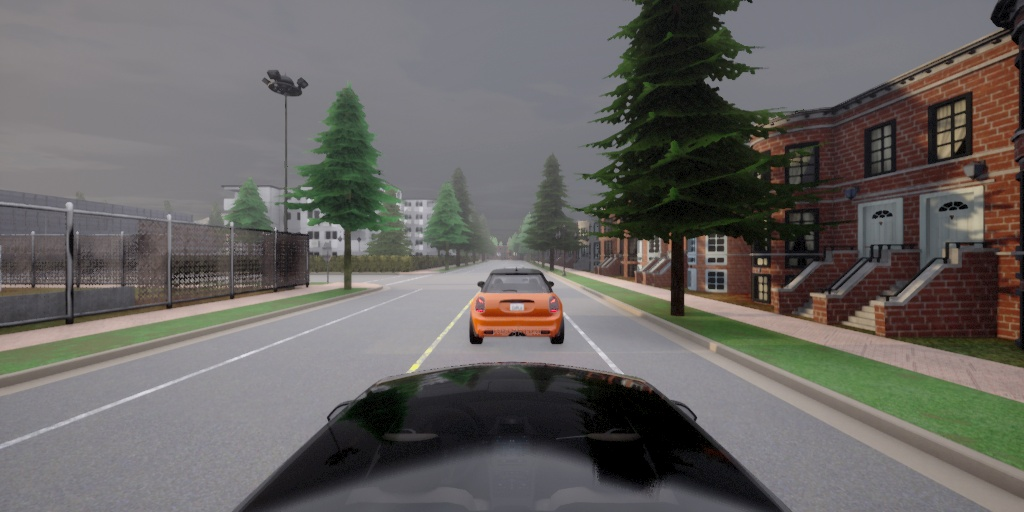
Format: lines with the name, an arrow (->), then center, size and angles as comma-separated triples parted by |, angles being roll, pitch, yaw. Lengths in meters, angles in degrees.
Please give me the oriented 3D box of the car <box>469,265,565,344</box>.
car -> 0.102, 1.100, 9.708 | 2.097, 1.767, 4.553 | 0, 0, 0
